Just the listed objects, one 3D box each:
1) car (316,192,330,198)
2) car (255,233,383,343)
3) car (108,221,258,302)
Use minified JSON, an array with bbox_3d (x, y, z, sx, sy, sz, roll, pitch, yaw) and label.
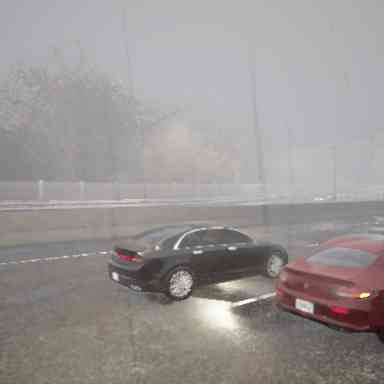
[{"bbox_3d":[30.758,0.710,79.132,2.128,1.511,4.902,0,1,32],"label":"car"},{"bbox_3d":[3.547,1.525,6.282,4.674,1.442,1.812,0,0,-35],"label":"car"},{"bbox_3d":[0.389,1.505,8.324,4.892,1.490,1.837,0,0,-36],"label":"car"}]
